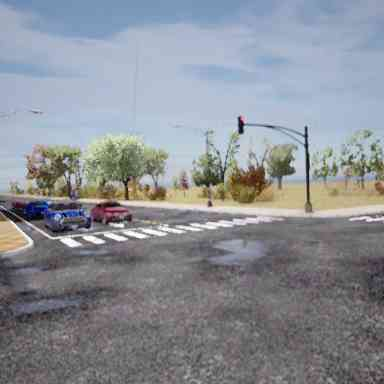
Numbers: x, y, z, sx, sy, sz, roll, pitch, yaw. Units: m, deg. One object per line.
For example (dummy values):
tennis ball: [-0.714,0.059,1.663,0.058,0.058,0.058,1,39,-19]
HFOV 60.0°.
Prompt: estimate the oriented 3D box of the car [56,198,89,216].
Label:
car: [-12.237,1.418,33.764,2.128,1.511,4.902,-3,1,-32]

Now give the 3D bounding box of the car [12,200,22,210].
car: [-24.286,1.763,46.918,1.895,1.301,4.718,-3,1,-32]

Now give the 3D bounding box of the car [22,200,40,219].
car: [-14.166,1.545,30.730,1.882,1.535,5.008,-3,1,-32]

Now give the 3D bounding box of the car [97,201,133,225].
car: [-5.803,1.389,23.541,1.812,1.442,4.674,-3,1,-32]

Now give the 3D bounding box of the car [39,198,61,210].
car: [-19.178,1.592,44.842,1.895,1.301,4.718,-3,1,-32]

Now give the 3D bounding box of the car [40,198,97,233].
car: [-7.704,1.358,20.384,2.097,1.767,4.553,-3,1,-31]
